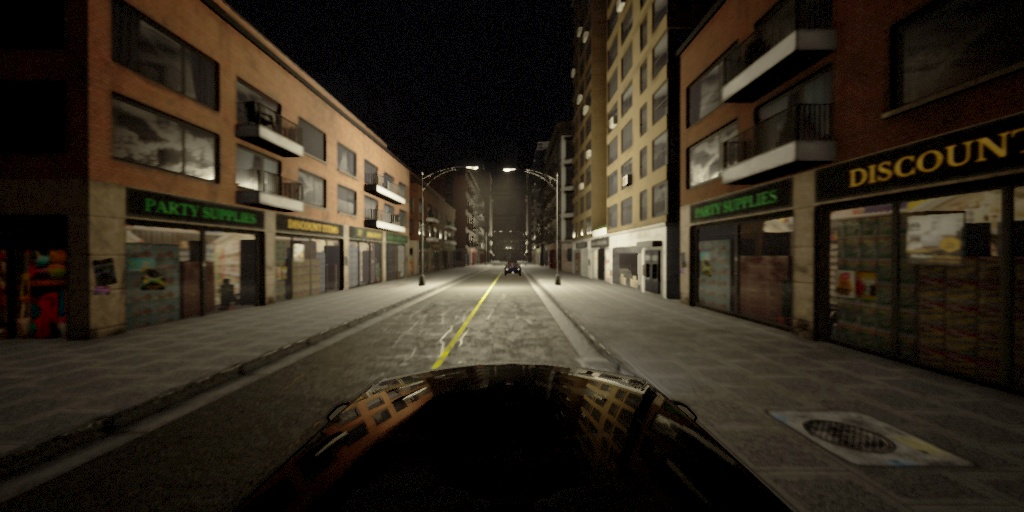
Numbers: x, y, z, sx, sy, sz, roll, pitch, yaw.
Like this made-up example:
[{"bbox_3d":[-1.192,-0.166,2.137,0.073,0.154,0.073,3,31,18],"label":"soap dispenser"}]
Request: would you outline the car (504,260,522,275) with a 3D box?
[{"bbox_3d":[0.095,1.466,40.621,1.895,1.301,4.718,0,0,0],"label":"car"}]
